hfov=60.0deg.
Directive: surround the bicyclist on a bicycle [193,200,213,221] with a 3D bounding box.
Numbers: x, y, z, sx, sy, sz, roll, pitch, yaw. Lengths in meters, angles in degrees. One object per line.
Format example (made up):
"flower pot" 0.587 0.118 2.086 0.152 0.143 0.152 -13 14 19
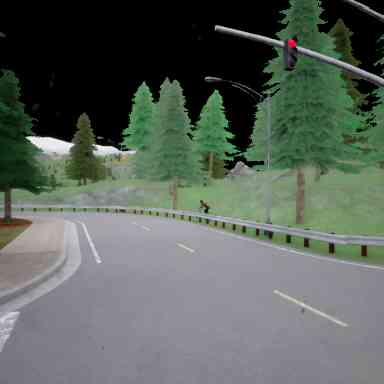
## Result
"bicyclist on a bicycle" 0.876 1.432 25.515 1.656 1.620 0.582 -1 2 -20
